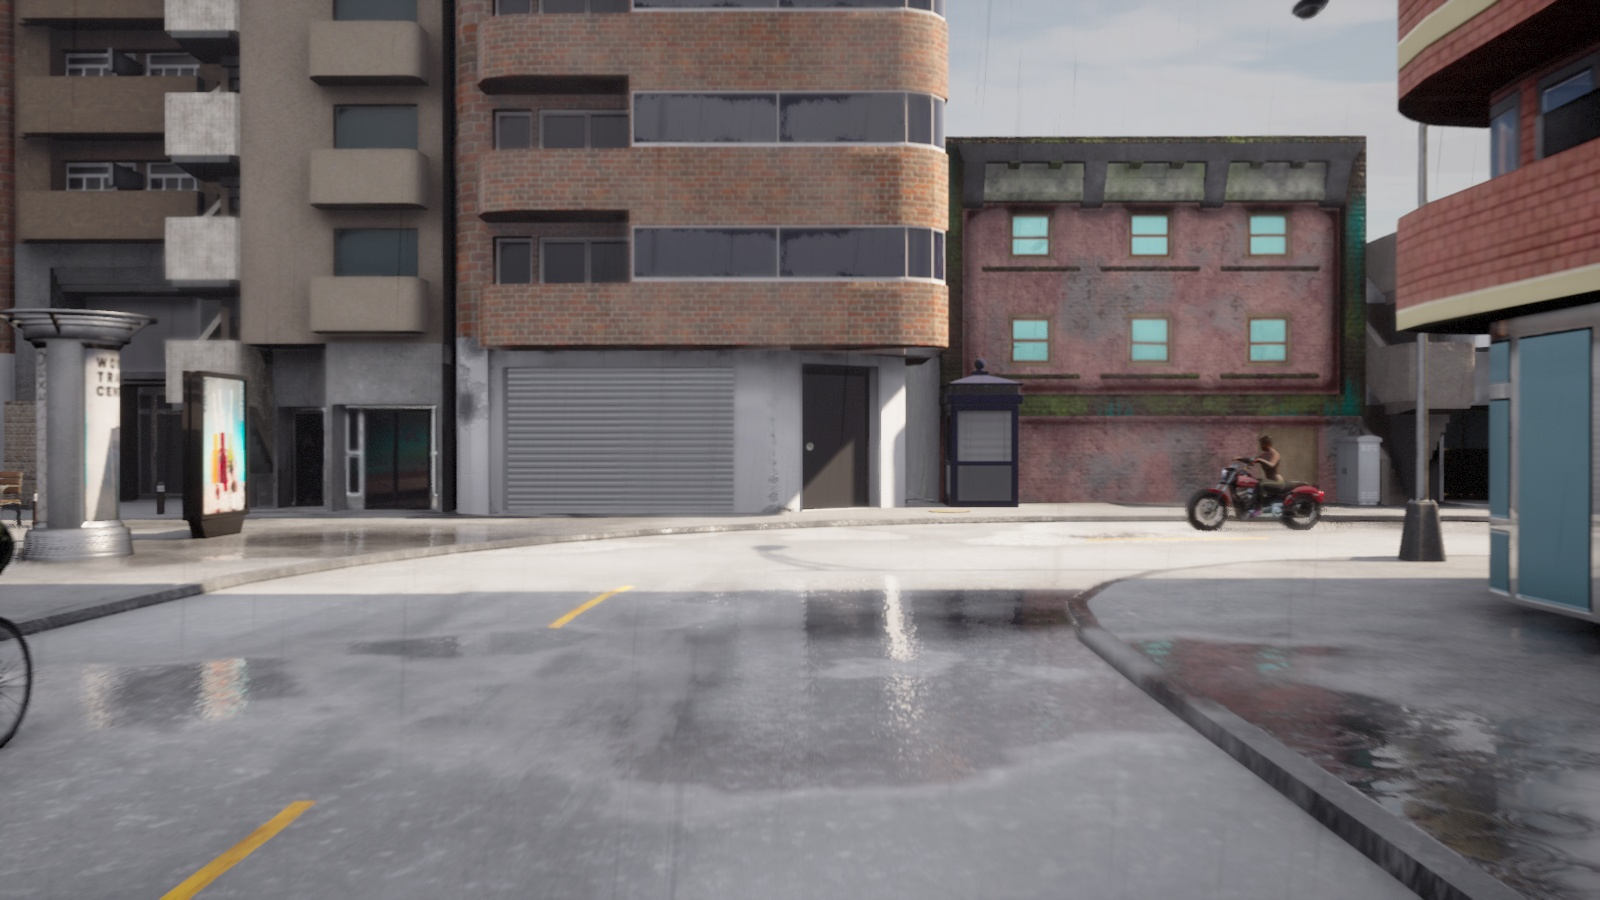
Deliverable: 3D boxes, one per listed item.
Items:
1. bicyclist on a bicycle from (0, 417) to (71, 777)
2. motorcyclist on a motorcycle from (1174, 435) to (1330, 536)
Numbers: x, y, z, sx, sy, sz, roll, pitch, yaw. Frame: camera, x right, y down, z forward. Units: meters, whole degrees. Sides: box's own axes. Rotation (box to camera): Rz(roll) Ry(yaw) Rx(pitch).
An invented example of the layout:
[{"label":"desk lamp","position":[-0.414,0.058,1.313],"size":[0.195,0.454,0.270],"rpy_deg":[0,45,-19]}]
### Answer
[{"label":"bicyclist on a bicycle","position":[-3.896,0.665,5.341],"size":[0.582,1.620,1.656],"rpy_deg":[0,1,2]},{"label":"motorcyclist on a motorcycle","position":[7.569,0.579,21.075],"size":[2.350,1.649,0.766],"rpy_deg":[0,1,-5]}]
